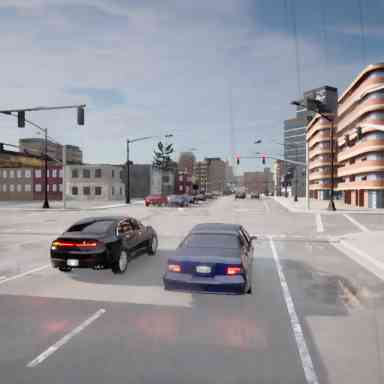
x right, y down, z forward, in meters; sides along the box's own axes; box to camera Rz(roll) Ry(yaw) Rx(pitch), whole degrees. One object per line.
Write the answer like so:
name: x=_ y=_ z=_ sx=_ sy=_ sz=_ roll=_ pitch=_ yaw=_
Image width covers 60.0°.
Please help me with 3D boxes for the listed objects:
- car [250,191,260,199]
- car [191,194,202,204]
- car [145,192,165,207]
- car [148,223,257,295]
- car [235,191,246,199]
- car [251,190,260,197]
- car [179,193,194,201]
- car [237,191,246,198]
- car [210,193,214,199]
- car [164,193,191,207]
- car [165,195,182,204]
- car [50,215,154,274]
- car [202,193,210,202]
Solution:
car: x=14.320 y=0.881 z=75.389 sx=2.128 sy=1.511 sz=4.902 roll=0 pitch=1 yaw=11
car: x=-0.204 y=1.235 z=56.341 sx=2.128 sy=1.511 sz=4.902 roll=0 pitch=1 yaw=11
car: x=-5.169 y=1.080 z=49.305 sx=2.150 sy=2.045 sz=5.566 roll=0 pitch=1 yaw=11
car: x=0.705 y=1.547 z=8.902 sx=2.033 sy=1.411 sz=5.357 roll=0 pitch=0 yaw=11
car: x=11.072 y=0.902 z=77.014 sx=1.994 sy=1.385 sz=4.181 roll=0 pitch=1 yaw=11
car: x=16.320 y=0.464 z=85.594 sx=2.097 sy=1.767 sz=4.553 roll=0 pitch=1 yaw=11
car: x=-1.152 y=1.073 z=69.237 sx=2.033 sy=1.411 sz=5.357 roll=0 pitch=1 yaw=11
car: x=12.964 y=0.552 z=86.667 sx=2.097 sy=1.767 sz=4.553 roll=0 pitch=1 yaw=11
car: x=3.786 y=0.862 z=76.232 sx=1.882 sy=1.535 sz=5.008 roll=0 pitch=1 yaw=11
car: x=-1.961 y=1.223 z=47.430 sx=2.097 sy=1.767 sz=4.553 roll=0 pitch=1 yaw=11
car: x=-3.270 y=1.238 z=58.863 sx=1.812 sy=1.442 sz=4.674 roll=0 pitch=1 yaw=12
car: x=-2.513 y=1.505 z=10.645 sx=1.837 sy=1.490 sz=4.892 roll=0 pitch=0 yaw=11
car: x=1.747 y=1.119 z=65.991 sx=2.033 sy=1.411 sz=5.357 roll=0 pitch=1 yaw=12
